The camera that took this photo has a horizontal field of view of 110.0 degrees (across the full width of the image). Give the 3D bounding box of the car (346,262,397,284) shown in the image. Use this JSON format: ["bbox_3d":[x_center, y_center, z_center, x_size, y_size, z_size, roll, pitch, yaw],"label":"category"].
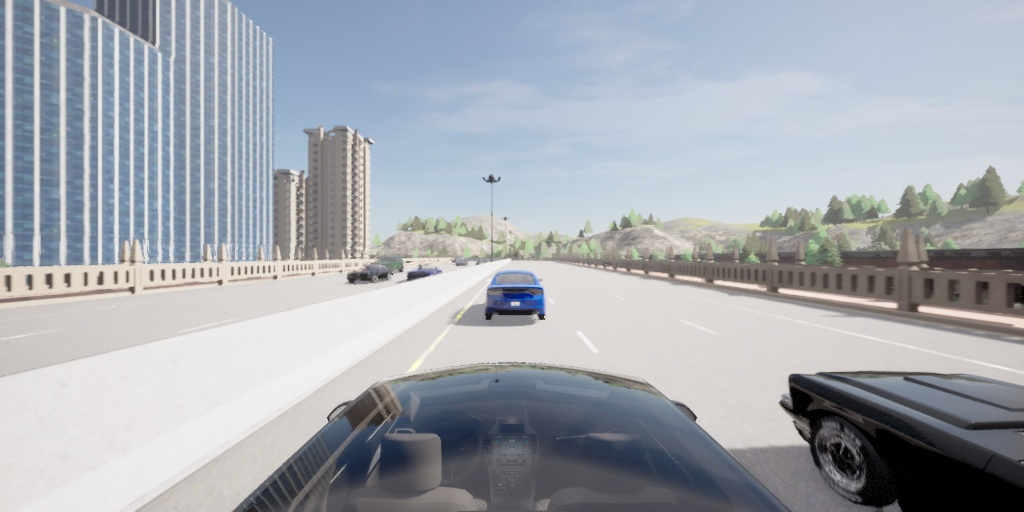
[{"bbox_3d":[-10.557,1.352,26.929,1.895,1.301,4.718,0,0,1],"label":"car"}]

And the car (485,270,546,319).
[{"bbox_3d":[0.101,1.228,12.803,1.882,1.535,5.008,0,0,0],"label":"car"}]

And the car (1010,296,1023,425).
[{"bbox_3d":[7.100,1.241,1.893,2.128,1.511,4.902,0,0,0],"label":"car"}]

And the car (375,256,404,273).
[{"bbox_3d":[-13.804,0.973,40.171,2.150,2.045,5.566,0,0,2],"label":"car"}]

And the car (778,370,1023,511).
[{"bbox_3d":[3.600,1.351,1.423,1.895,1.301,4.718,0,0,0],"label":"car"}]

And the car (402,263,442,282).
[{"bbox_3d":[-7.036,1.352,29.139,1.895,1.301,4.718,0,0,1],"label":"car"}]
